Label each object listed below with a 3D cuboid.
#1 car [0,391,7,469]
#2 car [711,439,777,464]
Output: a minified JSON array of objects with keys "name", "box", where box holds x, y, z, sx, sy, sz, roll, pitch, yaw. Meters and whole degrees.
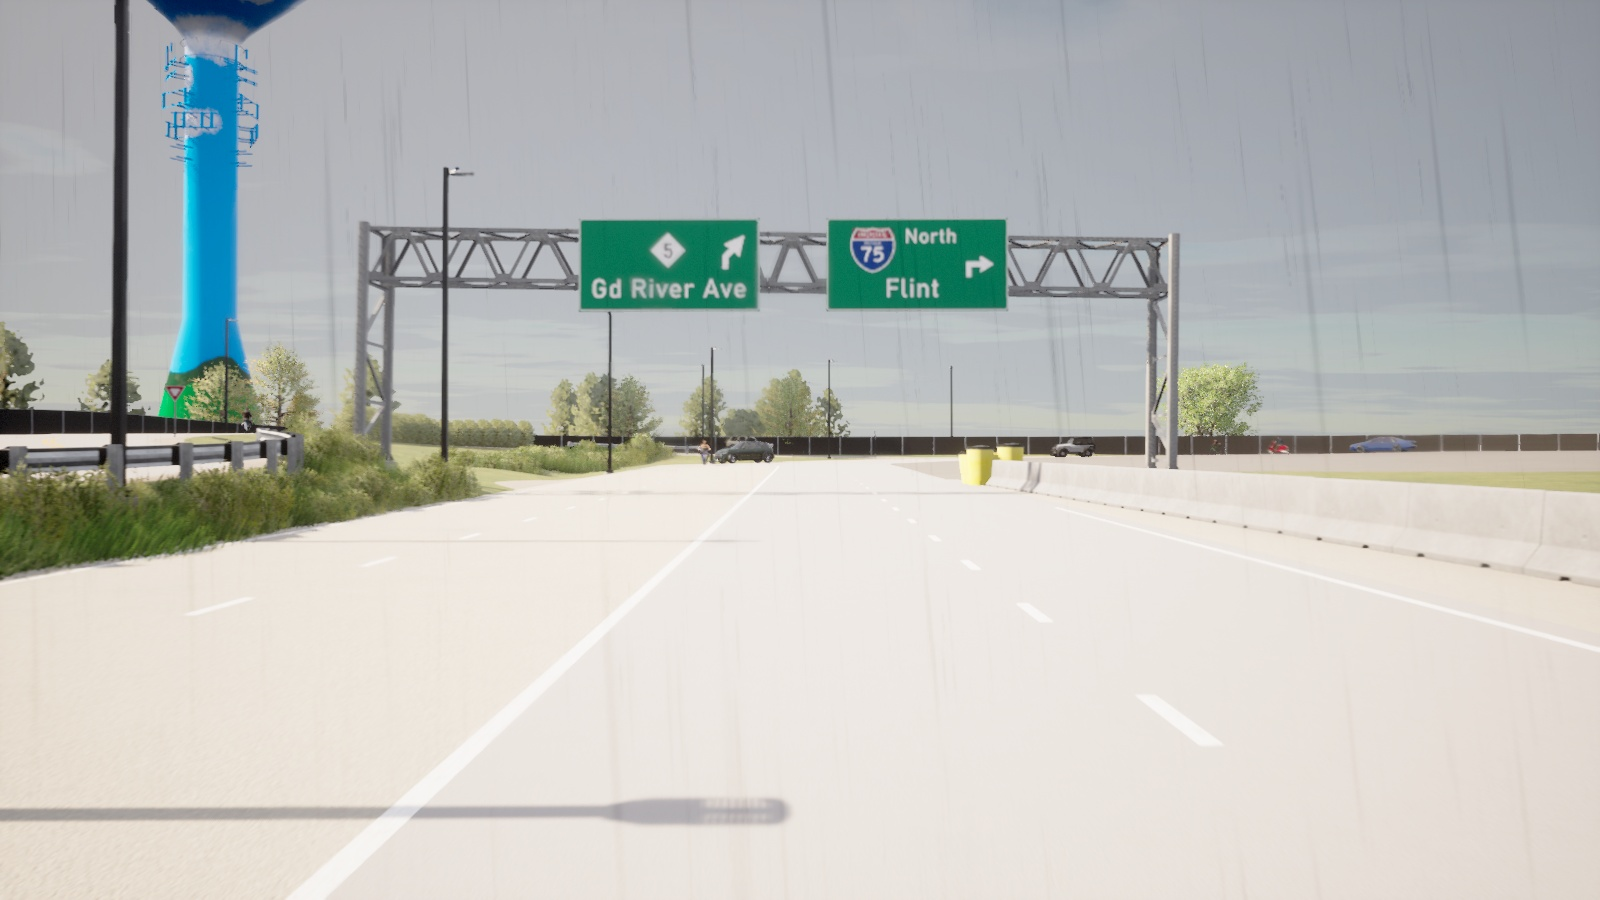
[{"name":"car","box":[-17.478,-0.409,24.692,3.633,1.501,1.845,2,2,34]},{"name":"car","box":[-4.332,0.140,96.554,4.553,1.767,2.097,-1,0,-27]}]
